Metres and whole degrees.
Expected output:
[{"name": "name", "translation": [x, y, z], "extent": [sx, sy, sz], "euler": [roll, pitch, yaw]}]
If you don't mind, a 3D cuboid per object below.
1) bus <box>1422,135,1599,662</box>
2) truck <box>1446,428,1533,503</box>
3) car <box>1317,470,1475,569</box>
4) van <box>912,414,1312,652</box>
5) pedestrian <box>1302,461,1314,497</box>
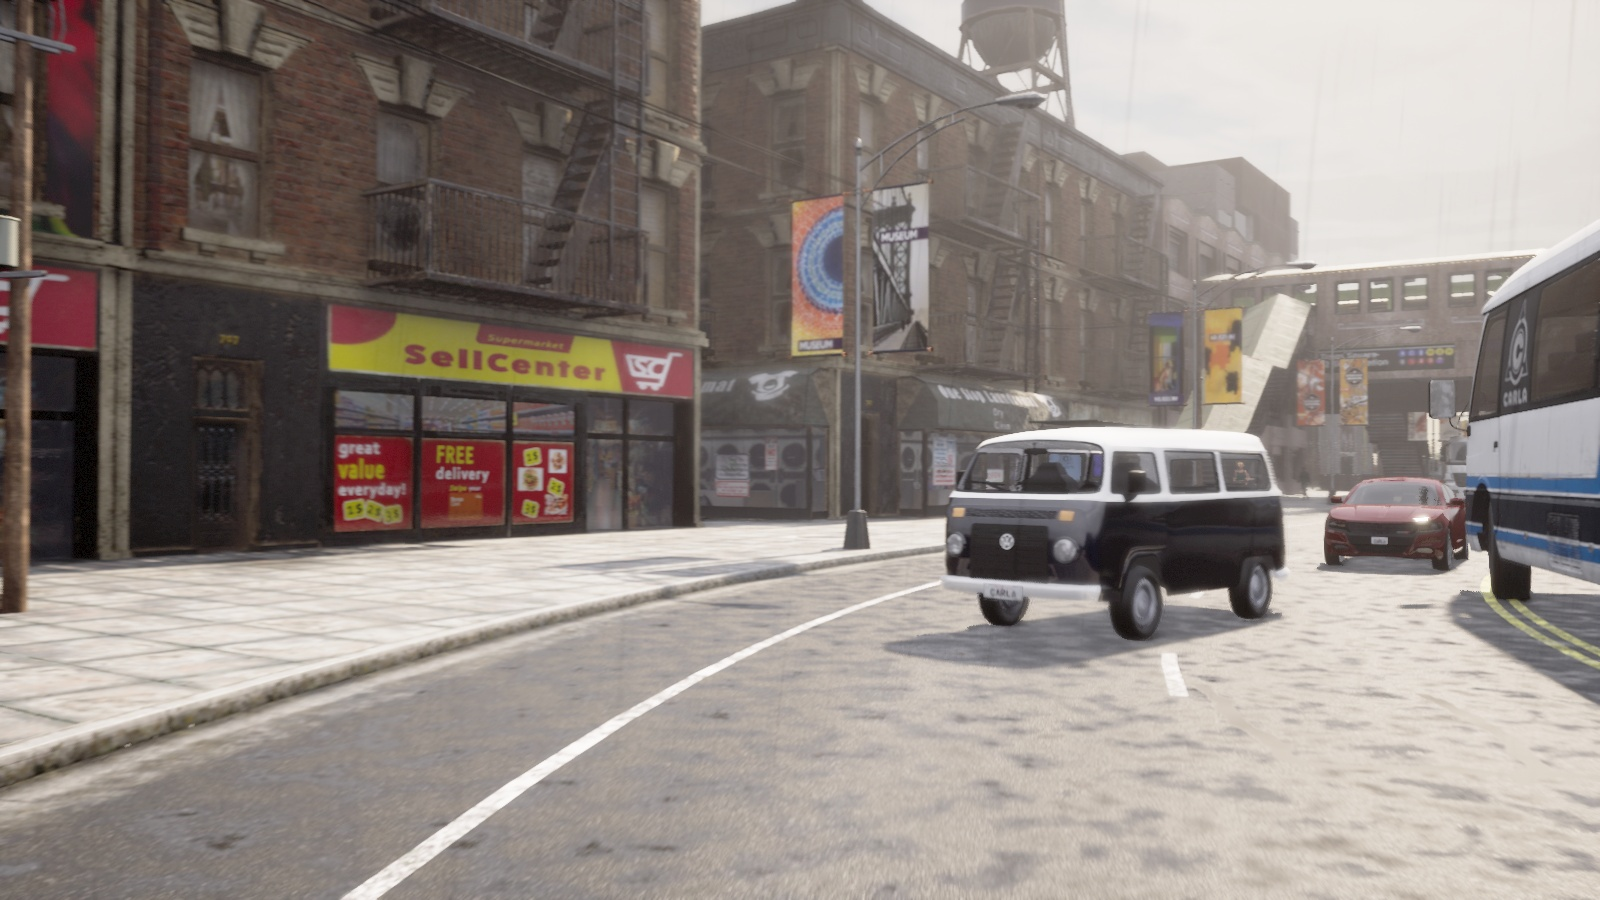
[{"name": "bus", "translation": [9.433, -0.373, 12.889], "extent": [3.944, 4.253, 10.273], "euler": [-1, -1, 18]}, {"name": "truck", "translation": [34.177, 0.777, 62.111], "extent": [2.891, 3.462, 7.936], "euler": [-1, -1, 35]}, {"name": "car", "translation": [10.623, 1.134, 22.187], "extent": [1.882, 1.535, 5.008], "euler": [-1, -1, 33]}, {"name": "van", "translation": [3.394, 0.748, 13.105], "extent": [2.069, 2.038, 4.480], "euler": [-1, -1, 44]}, {"name": "pedestrian", "translation": [26.353, 1.489, 65.184], "extent": [0.614, 1.847, 0.353], "euler": [1, -1, -45]}]
